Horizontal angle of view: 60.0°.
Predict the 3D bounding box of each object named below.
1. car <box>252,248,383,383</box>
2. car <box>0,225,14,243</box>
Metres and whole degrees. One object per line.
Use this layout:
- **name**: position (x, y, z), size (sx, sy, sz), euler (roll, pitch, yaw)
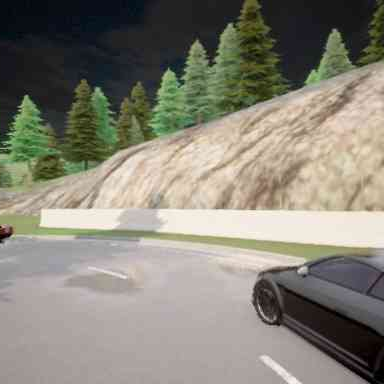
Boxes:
- **car**: position (2.519, 1.476, 4.625), size (1.994, 1.385, 4.181), euler (-2, 0, -18)
- **car**: position (-11.187, 1.956, 16.148), size (4.718, 1.301, 1.895), euler (-2, 0, 18)
